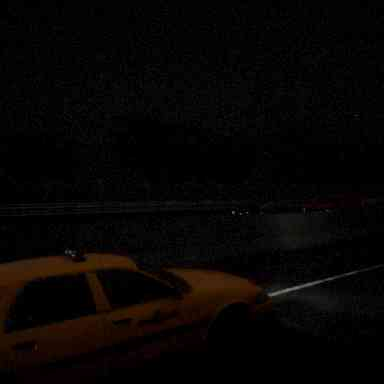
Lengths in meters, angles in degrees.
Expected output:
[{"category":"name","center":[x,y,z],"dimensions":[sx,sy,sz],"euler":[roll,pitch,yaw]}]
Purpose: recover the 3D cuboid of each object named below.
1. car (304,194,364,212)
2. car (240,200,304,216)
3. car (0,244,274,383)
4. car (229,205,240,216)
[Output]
[{"category":"car","center":[10.380,1.204,24.290],"dimensions":[5.566,2.045,2.150],"euler":[0,0,-35]},{"category":"car","center":[6.230,1.508,25.629],"dimensions":[4.674,1.442,1.812],"euler":[0,0,-35]},{"category":"car","center":[-1.220,1.453,4.289],"dimensions":[5.366,1.575,1.801],"euler":[0,0,-35]},{"category":"car","center":[5.445,1.488,29.367],"dimensions":[4.892,1.490,1.837],"euler":[0,0,-35]}]
